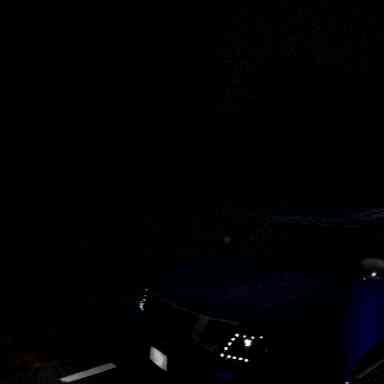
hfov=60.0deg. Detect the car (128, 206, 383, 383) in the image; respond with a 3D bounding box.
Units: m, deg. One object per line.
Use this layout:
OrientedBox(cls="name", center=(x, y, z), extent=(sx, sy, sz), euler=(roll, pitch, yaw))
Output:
OrientedBox(cls="car", center=(1.882, 1.270, 4.871), extent=(5.566, 2.045, 2.150), euler=(1, 0, -37))
